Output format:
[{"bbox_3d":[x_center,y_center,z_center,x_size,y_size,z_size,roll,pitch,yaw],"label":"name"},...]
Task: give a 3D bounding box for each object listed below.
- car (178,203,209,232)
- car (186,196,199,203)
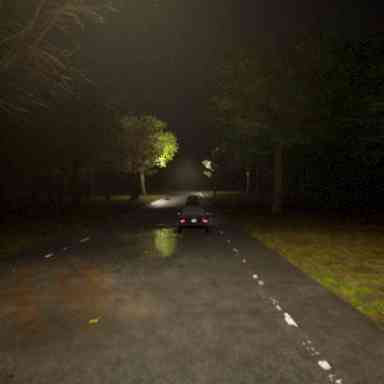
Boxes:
[{"bbox_3d":[0.086,1.648,20.979,2.033,1.411,5.357,0,0,0],"label":"car"},{"bbox_3d":[0.071,1.267,51.503,2.033,1.411,5.357,0,1,0],"label":"car"}]
